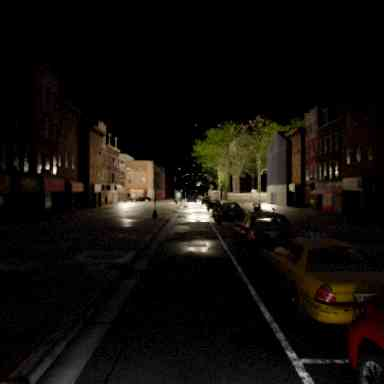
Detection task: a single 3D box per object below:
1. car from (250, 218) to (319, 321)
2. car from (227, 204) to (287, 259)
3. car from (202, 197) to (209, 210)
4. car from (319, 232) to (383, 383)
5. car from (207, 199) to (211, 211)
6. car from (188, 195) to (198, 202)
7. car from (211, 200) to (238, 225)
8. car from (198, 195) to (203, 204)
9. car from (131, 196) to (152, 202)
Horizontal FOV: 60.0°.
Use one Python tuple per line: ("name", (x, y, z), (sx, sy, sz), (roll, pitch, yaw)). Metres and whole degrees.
("car", (2.632, 1.527, 7.214), (1.752, 1.417, 4.829), (0, 0, 0))
("car", (2.633, 1.445, 12.667), (1.967, 1.590, 4.097), (-1, 0, 0))
("car", (2.639, 1.607, 40.778), (2.008, 1.369, 4.403), (-1, 0, 0))
("car", (2.629, 1.316, 1.422), (2.192, 1.841, 5.009), (0, 0, 0))
("car", (2.637, 1.580, 29.533), (2.008, 1.369, 4.403), (-1, 0, 0))
("car", (0.020, 1.710, 79.795), (1.812, 1.442, 4.674), (0, 0, 0))
("car", (2.635, 1.458, 23.912), (1.967, 1.590, 4.097), (-1, 0, 0))
("car", (2.644, 1.708, 63.265), (1.947, 1.339, 4.313), (-1, 0, 0))
("car", (-11.963, 1.663, 78.342), (4.892, 1.490, 1.837), (0, 0, 0))
